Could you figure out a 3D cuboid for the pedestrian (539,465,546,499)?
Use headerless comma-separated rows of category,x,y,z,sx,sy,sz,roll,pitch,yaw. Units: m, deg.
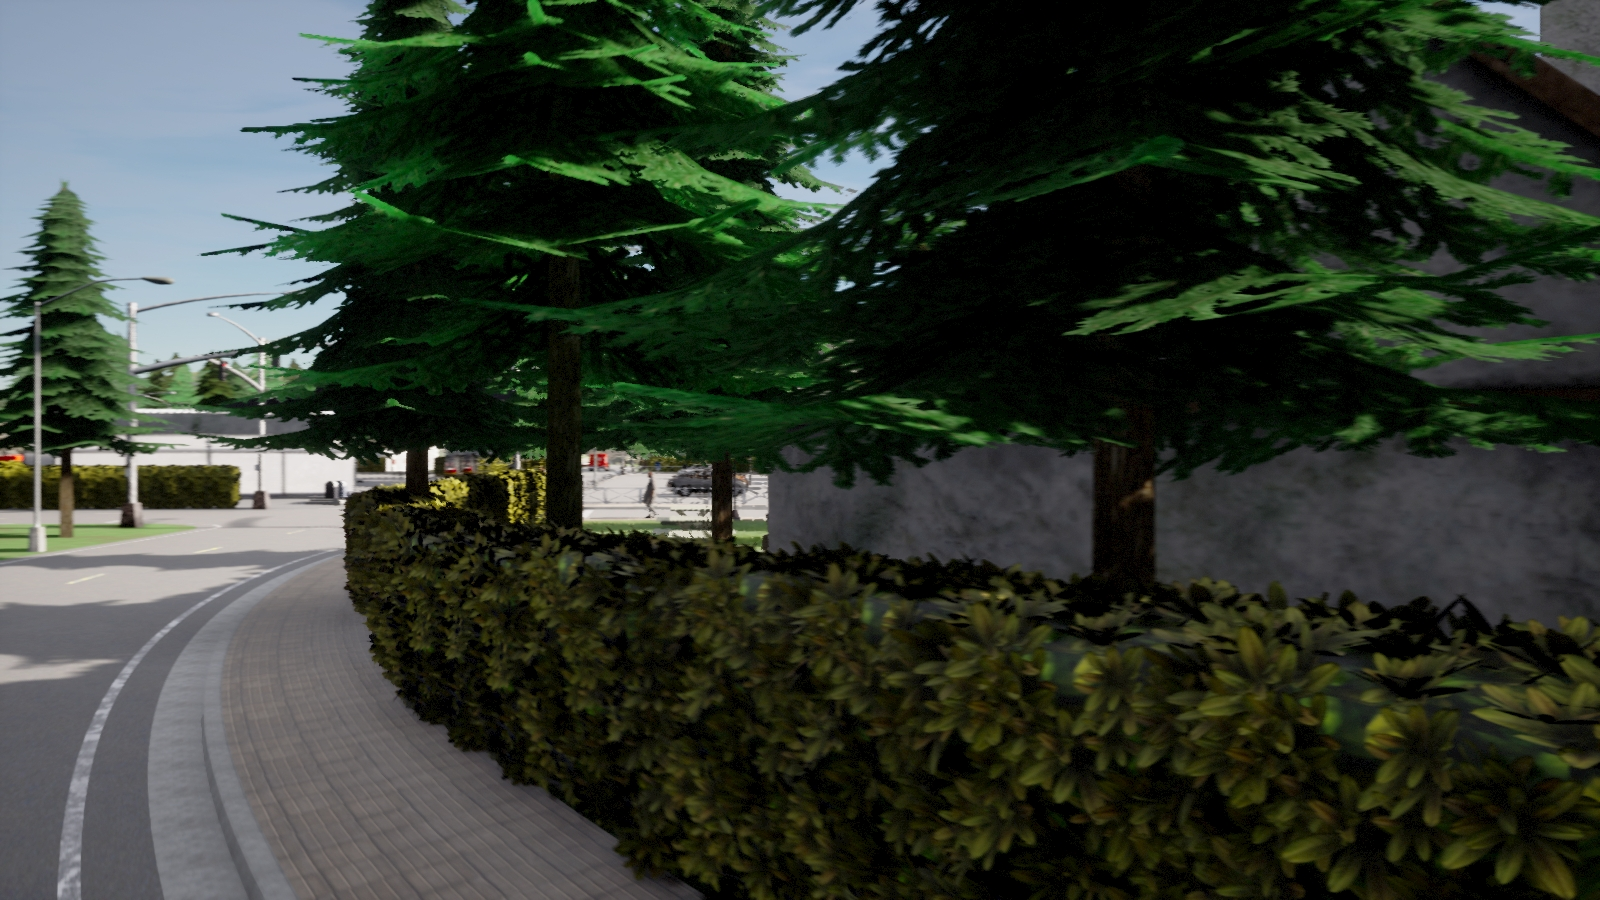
pedestrian,-14.195,1.739,62.878,0.375,1.860,0.375,0,0,-12

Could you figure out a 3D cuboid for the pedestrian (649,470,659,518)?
pedestrian,-5.715,1.728,44.705,0.375,1.860,0.375,0,0,-10
